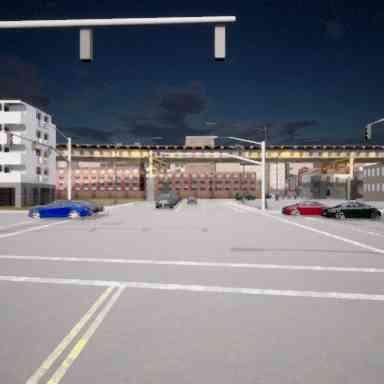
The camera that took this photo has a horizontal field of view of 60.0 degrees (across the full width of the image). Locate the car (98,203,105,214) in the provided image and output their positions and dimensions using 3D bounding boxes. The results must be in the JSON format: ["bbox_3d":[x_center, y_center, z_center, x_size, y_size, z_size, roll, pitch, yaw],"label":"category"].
[{"bbox_3d":[-10.586,1.487,30.700,4.902,1.511,2.128,0,0,2],"label":"car"}]

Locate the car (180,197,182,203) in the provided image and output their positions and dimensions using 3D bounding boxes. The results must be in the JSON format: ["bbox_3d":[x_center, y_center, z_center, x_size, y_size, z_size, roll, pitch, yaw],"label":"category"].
[{"bbox_3d":[-3.254,1.486,67.010,2.128,1.511,4.902,0,0,7],"label":"car"}]

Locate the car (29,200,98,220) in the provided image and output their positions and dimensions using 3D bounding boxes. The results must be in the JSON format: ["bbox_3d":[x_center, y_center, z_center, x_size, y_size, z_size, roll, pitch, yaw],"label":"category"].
[{"bbox_3d":[-10.705,1.466,27.199,5.008,1.535,1.882,0,0,2],"label":"car"}]

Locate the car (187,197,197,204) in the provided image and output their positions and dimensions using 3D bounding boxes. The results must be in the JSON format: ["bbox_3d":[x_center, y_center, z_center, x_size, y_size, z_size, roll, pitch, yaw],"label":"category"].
[{"bbox_3d":[0.066,1.543,61.963,2.033,1.411,5.357,0,0,1],"label":"car"}]

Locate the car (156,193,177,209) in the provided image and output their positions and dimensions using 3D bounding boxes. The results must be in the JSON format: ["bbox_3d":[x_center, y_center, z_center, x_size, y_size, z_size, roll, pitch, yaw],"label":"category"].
[{"bbox_3d":[-3.631,1.218,45.559,2.150,2.045,5.566,0,0,1],"label":"car"}]

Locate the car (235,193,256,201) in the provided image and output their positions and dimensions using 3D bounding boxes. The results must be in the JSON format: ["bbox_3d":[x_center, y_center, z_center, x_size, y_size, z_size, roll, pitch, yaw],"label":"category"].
[{"bbox_3d":[13.436,1.220,84.038,5.566,2.045,2.150,0,0,-24],"label":"car"}]

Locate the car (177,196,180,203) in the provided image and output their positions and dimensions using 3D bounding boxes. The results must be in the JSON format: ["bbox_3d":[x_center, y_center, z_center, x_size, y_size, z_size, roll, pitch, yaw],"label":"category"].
[{"bbox_3d":[-3.640,1.218,56.321,2.150,2.045,5.566,0,0,0],"label":"car"}]

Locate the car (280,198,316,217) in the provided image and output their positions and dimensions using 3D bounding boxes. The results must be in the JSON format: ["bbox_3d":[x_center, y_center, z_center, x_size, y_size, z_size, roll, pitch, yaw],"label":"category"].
[{"bbox_3d":[10.225,1.502,29.713,4.181,1.385,1.994,0,0,1],"label":"car"}]

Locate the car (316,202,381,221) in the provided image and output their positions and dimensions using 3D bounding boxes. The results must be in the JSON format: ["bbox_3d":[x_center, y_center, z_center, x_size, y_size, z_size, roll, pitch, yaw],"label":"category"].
[{"bbox_3d":[12.445,1.487,26.143,4.181,1.385,1.994,-1,0,0],"label":"car"}]
